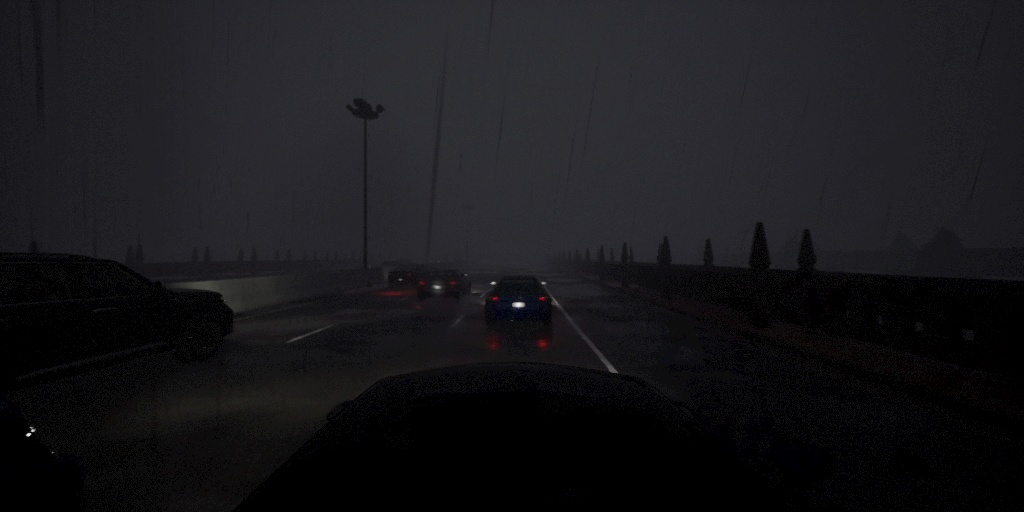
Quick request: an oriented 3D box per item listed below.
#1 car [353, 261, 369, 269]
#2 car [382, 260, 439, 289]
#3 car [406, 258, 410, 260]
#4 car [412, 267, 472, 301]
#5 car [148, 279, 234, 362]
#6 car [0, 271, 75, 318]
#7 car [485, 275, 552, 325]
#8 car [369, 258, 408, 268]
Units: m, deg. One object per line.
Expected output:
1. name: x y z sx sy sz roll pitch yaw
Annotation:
1. car: -19.941 1.349 49.064 1.994 1.385 4.181 0 0 2
2. car: -6.490 1.244 23.586 1.882 1.535 5.008 0 0 2
3. car: -16.311 1.141 53.216 2.097 1.767 4.553 0 0 2
4. car: -3.150 1.326 17.440 1.994 1.385 4.181 0 0 1
5. car: -6.876 0.973 5.060 2.150 2.045 5.566 0 0 0
6. car: -17.493 1.282 11.267 1.812 1.442 4.674 0 0 1
7. car: 0.223 1.322 11.909 1.994 1.385 4.181 0 0 1
8. car: -13.254 1.282 38.768 1.837 1.490 4.892 0 0 2
